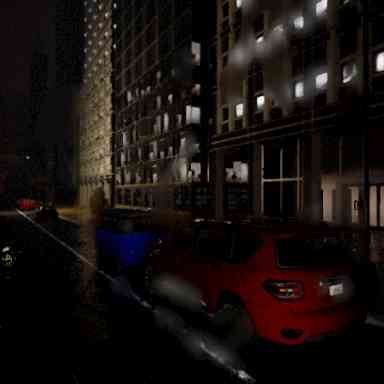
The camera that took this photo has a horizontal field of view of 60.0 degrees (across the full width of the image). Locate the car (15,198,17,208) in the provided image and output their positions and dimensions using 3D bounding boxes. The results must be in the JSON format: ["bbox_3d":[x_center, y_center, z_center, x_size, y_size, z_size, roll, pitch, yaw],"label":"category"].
[{"bbox_3d":[-27.820,2.066,55.592,2.192,1.841,5.009,0,0,-30],"label":"car"}]

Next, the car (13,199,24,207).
[{"bbox_3d":[-39.226,2.458,75.254,1.967,1.590,4.097,0,0,-30],"label":"car"}]

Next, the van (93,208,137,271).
[{"bbox_3d":[-2.154,1.486,11.348,1.690,1.788,3.998,0,0,-30],"label":"van"}]

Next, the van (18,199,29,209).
[{"bbox_3d":[-30.672,2.159,60.507,1.690,1.788,3.998,0,0,-30],"label":"van"}]

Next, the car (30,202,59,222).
[{"bbox_3d":[-13.558,1.966,31.010,2.008,1.369,4.403,0,0,-30],"label":"car"}]

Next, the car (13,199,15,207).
[{"bbox_3d":[-33.522,2.325,65.423,1.967,1.590,4.097,0,0,-30],"label":"car"}]

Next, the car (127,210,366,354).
[{"bbox_3d":[0.698,1.392,6.432,2.192,1.841,5.009,0,0,-30],"label":"car"}]

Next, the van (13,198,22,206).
[{"bbox_3d":[-42.079,2.425,80.171,1.690,1.788,3.998,0,0,-30],"label":"van"}]

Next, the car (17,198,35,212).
[{"bbox_3d":[-24.969,1.999,50.676,2.192,1.841,5.009,0,0,-30],"label":"car"}]
